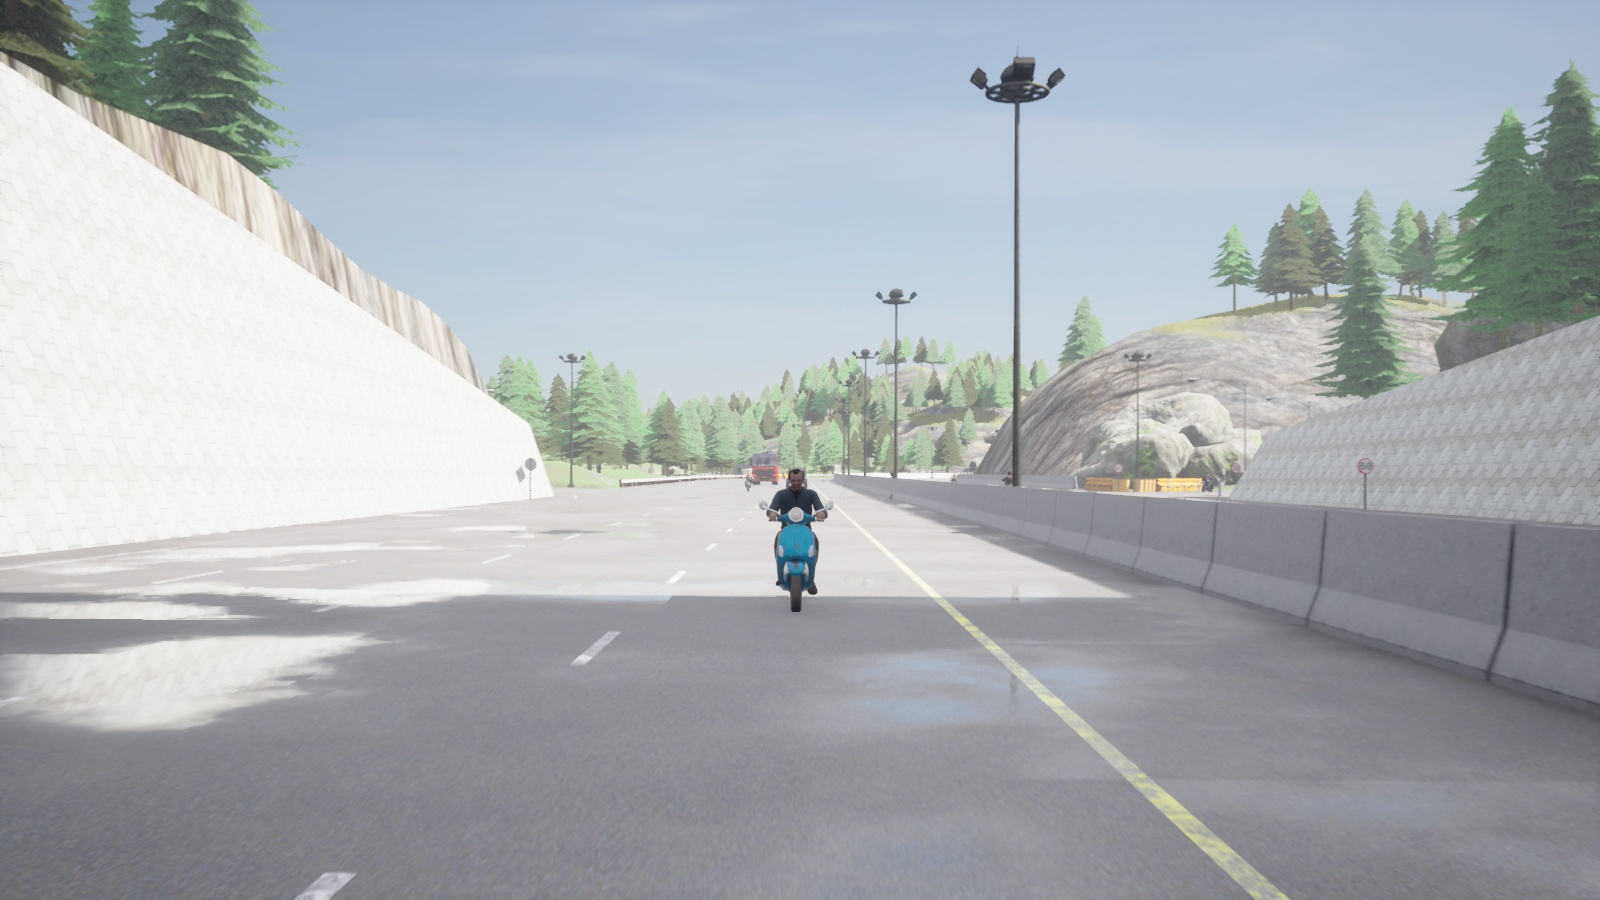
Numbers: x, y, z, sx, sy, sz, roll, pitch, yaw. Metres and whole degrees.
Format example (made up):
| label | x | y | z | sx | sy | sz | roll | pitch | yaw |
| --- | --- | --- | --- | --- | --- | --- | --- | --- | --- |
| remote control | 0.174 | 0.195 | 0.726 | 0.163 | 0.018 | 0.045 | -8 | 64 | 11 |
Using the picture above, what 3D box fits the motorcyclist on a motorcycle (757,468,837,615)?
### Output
| label | x | y | z | sx | sy | sz | roll | pitch | yaw |
| --- | --- | --- | --- | --- | --- | --- | --- | --- | --- |
| motorcyclist on a motorcycle | -0.036 | 1.013 | 14.590 | 0.866 | 1.590 | 1.817 | 0 | -1 | 0 |
